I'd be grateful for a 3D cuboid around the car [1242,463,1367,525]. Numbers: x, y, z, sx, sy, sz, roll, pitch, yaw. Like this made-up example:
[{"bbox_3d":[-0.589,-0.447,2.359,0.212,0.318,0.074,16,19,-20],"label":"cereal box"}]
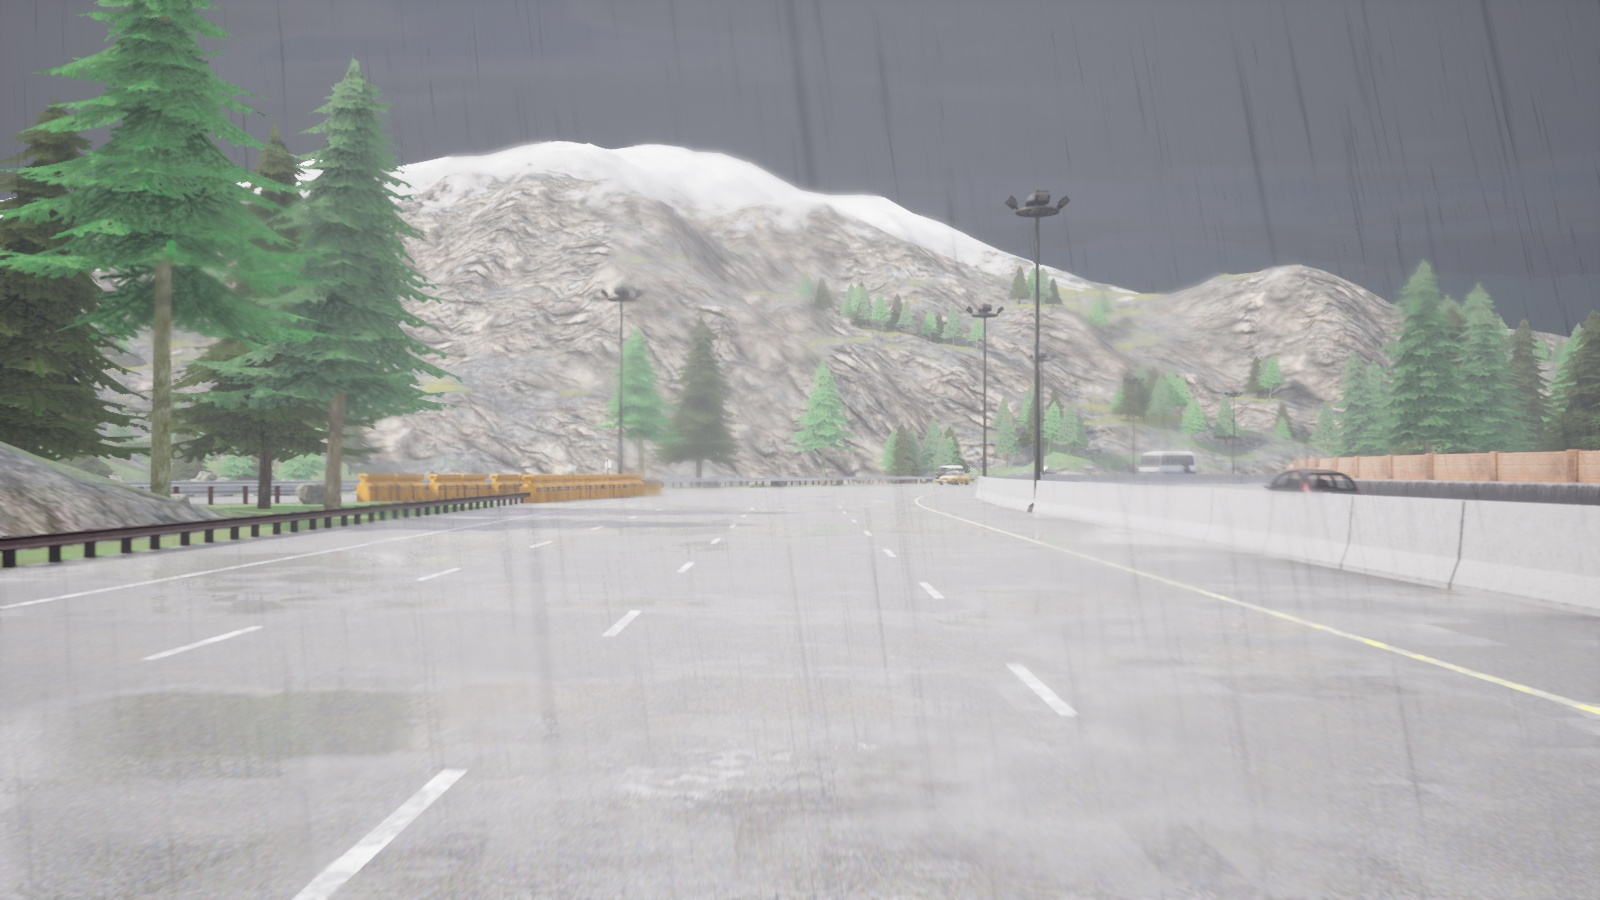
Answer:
[{"bbox_3d":[13.916,1.188,34.876,1.851,1.617,3.988,0,-1,0],"label":"car"}]
